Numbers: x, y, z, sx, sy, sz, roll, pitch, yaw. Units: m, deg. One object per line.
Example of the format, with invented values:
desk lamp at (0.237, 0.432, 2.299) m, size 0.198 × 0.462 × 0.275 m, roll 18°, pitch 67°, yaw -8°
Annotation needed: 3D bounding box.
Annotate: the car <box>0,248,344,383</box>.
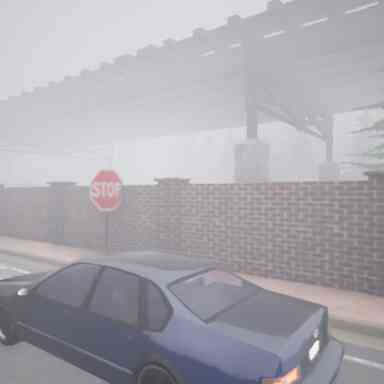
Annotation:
car at (-0.887, 1.548, 4.625) m, size 5.357 × 1.411 × 2.033 m, roll 0°, pitch 0°, yaw 35°
